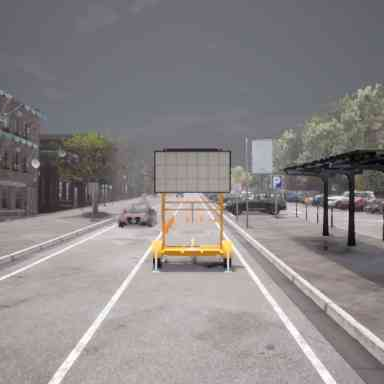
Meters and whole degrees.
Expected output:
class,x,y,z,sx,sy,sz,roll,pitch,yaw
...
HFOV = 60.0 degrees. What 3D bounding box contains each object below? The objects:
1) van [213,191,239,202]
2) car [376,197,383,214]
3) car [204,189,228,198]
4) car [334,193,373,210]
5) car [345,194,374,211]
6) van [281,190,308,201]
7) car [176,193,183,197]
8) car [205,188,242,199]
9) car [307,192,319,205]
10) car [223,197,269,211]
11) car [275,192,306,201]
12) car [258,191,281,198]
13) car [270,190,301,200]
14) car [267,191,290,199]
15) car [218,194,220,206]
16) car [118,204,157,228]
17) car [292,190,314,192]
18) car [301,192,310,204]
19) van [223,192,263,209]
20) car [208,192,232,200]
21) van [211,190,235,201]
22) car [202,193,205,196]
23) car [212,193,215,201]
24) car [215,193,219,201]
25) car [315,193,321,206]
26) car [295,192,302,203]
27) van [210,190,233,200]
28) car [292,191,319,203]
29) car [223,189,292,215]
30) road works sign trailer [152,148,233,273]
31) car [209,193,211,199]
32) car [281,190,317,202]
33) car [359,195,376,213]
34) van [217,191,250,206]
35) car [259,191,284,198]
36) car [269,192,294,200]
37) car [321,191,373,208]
class,x,y,z,sx,sy,sz,roll,pitch,yaw
van,5.886,0.753,58.308,4.442,1.987,1.878,0,1,0
car,18.882,1.331,28.365,4.792,1.488,2.163,0,1,0
car,5.738,0.350,80.729,5.566,2.045,2.435,0,1,0
car,18.857,1.226,36.692,5.008,1.535,2.097,0,1,0
car,18.858,1.251,33.916,5.008,1.535,2.097,0,1,0
van,18.966,0.697,61.675,4.442,1.987,1.878,0,1,0
car,-3.145,0.606,84.747,2.033,1.411,5.357,0,1,0
car,5.741,0.680,61.107,5.566,2.045,2.435,0,1,0
car,18.846,1.149,45.019,5.008,1.535,2.097,0,1,0
car,5.775,1.273,35.876,4.674,1.452,2.002,0,1,0
car,19.035,0.873,64.452,5.366,1.575,1.946,0,1,0
car,18.852,0.597,81.106,4.892,1.521,2.231,0,1,0
car,18.877,0.578,67.224,5.566,2.045,2.435,0,1,0
car,18.878,0.611,72.778,4.553,1.767,2.185,0,1,0
car,5.588,1.255,33.072,5.366,1.575,1.946,0,1,0
car,-3.324,1.446,20.919,1.994,1.385,4.181,0,1,0
car,18.821,0.760,56.122,5.566,2.045,2.435,0,1,0
car,19.035,1.116,47.796,5.366,1.575,1.946,0,1,0
van,5.889,0.982,38.676,4.442,1.987,1.878,0,1,0
car,5.762,0.791,69.521,4.892,1.521,2.231,0,1,0
van,5.886,0.659,63.912,4.442,1.987,1.878,0,1,0
car,5.739,0.397,77.926,5.566,2.045,2.435,0,1,0
car,5.800,1.126,49.893,4.792,1.488,2.163,0,1,0
car,5.766,1.183,41.482,5.008,1.535,2.097,0,1,0
car,18.845,1.178,42.242,4.892,1.521,2.231,0,1,0
car,18.821,1.119,50.568,4.792,1.488,2.163,0,1,0
van,5.885,0.612,66.714,4.442,1.987,1.878,0,1,0
car,18.879,1.080,53.351,4.792,1.488,2.163,0,1,0
car,5.745,1.032,30.266,5.566,2.045,2.435,0,1,0
road works sign trailer,0.017,0.429,10.554,2.380,3.560,2.880,0,0,1
car,5.776,1.020,55.504,4.892,1.521,2.231,0,1,0
car,18.878,0.718,58.898,5.566,2.045,2.435,0,1,0
car,18.859,1.277,31.140,4.892,1.521,2.231,0,1,0
van,5.888,0.901,47.088,4.442,1.987,1.878,0,1,0
car,18.662,0.640,78.329,5.366,1.575,1.946,0,1,0
car,18.819,0.812,70.004,4.792,1.488,2.163,0,1,0
car,18.823,0.950,39.465,5.566,2.045,2.435,0,1,0
